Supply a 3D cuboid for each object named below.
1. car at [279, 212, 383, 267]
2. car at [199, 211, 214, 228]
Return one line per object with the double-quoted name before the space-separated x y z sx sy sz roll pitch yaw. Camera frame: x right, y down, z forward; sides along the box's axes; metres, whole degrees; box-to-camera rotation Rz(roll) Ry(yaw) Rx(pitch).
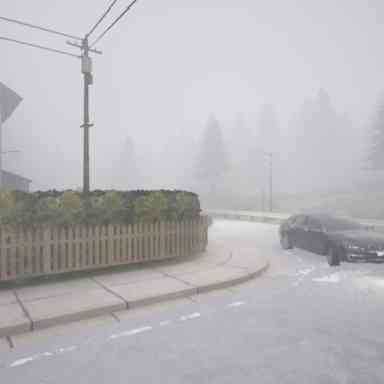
"car" 4.767 1.501 11.633 1.837 1.490 4.892 1 -1 -12
"car" -0.597 1.471 21.802 1.882 1.535 5.008 0 0 -35
